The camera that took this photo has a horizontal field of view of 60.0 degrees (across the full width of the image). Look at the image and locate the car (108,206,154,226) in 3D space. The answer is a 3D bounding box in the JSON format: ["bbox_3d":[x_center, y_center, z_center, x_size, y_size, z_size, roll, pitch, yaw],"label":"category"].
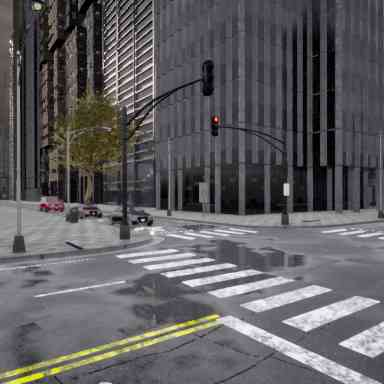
[{"bbox_3d":[-4.454,1.728,23.983,1.994,1.385,4.181,0,0,-35],"label":"car"}]

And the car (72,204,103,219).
[{"bbox_3d":[-10.174,1.816,32.019,1.994,1.385,4.181,0,0,-36],"label":"car"}]

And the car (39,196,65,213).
[{"bbox_3d":[-18.442,1.606,43.686,2.150,2.045,5.566,0,1,-36],"label":"car"}]
